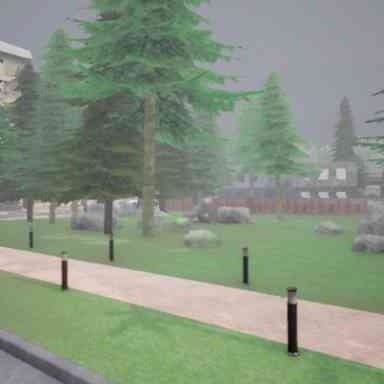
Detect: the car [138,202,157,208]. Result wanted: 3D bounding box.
[{"bbox_3d":[-8.034,1.884,56.553,1.882,1.535,5.008,-1,-1,37],"label":"car"}]
